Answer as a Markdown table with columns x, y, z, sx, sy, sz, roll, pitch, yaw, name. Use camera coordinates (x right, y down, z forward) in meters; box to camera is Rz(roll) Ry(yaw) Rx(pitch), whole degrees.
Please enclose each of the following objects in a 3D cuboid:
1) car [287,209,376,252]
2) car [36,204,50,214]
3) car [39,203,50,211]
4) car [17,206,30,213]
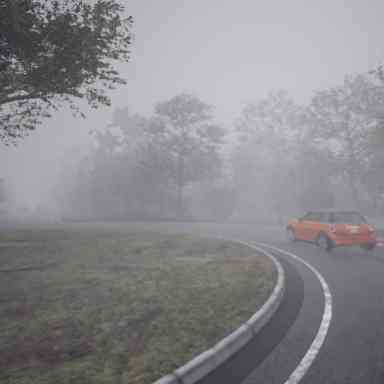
| x | y | z | sx | sy | sz | roll | pitch | yaw | name |
| --- | --- | --- | --- | --- | --- | --- | --- | --- | --- |
| 6.031 | 1.557 | 15.052 | 2.097 | 1.767 | 4.553 | -1 | -1 | -7 | car |
| -27.203 | 3.135 | 60.420 | 2.128 | 1.511 | 4.902 | 0 | -1 | -22 | car |
| -33.200 | 3.381 | 75.071 | 2.128 | 1.511 | 4.902 | 0 | -1 | -22 | car |
| -32.893 | 3.371 | 65.083 | 1.994 | 1.385 | 4.181 | 0 | -1 | -22 | car |
